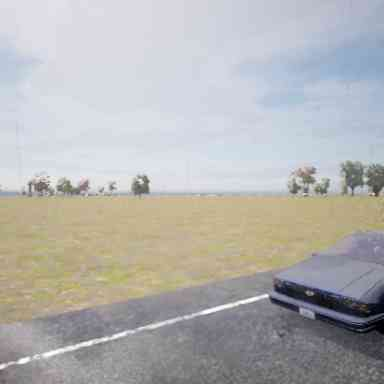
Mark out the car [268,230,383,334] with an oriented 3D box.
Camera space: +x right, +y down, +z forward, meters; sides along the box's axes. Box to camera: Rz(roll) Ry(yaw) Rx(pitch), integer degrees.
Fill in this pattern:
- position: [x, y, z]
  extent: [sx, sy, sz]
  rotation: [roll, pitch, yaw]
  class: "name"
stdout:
- position: [3.995, 1.534, 6.835]
  extent: [5.357, 1.411, 2.033]
  rotation: [0, 0, -35]
  class: "car"
